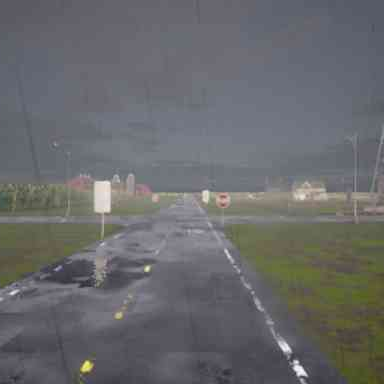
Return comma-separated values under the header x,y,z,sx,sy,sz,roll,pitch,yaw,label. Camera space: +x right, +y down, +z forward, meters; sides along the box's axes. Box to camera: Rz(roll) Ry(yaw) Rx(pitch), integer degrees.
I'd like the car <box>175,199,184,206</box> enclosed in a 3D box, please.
x,y,z,sx,sy,sz,roll,pitch,yaw,label
-2.721,2.234,72.660,1.837,1.490,4.892,0,-1,0,car
